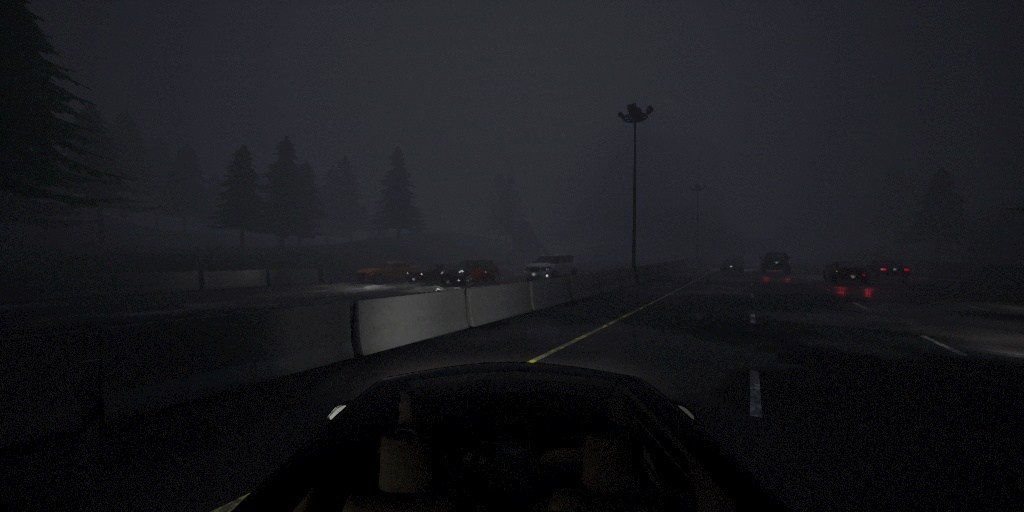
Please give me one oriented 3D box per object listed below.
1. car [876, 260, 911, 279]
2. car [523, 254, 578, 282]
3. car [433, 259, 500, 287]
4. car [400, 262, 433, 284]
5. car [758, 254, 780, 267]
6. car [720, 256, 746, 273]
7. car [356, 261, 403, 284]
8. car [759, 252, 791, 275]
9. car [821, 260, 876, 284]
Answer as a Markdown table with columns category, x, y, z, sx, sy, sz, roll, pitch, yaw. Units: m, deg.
| category | x | y | z | sx | sy | sz | roll | pitch | yaw |
| --- | --- | --- | --- | --- | --- | --- | --- | --- | --- |
| car | 29.786 | 0.995 | 28.654 | 2.033 | 1.411 | 5.357 | 0 | 1 | 34 |
| car | 3.002 | 0.869 | 26.664 | 2.150 | 2.045 | 5.566 | 0 | 1 | 34 |
| car | -2.786 | 1.039 | 24.300 | 2.097 | 1.767 | 4.553 | 0 | 0 | 34 |
| car | -5.544 | 1.285 | 26.476 | 1.895 | 1.301 | 4.718 | 0 | 0 | 34 |
| car | 33.372 | 0.584 | 46.654 | 2.128 | 1.511 | 4.902 | 0 | 1 | 33 |
| car | 22.565 | 0.956 | 36.757 | 1.994 | 1.385 | 4.181 | 0 | 1 | 34 |
| car | -9.285 | 1.169 | 27.173 | 1.882 | 1.535 | 5.008 | 0 | 0 | 34 |
| car | 25.062 | 0.629 | 34.188 | 2.150 | 2.045 | 5.566 | 0 | 1 | 34 |
| car | 22.912 | 1.079 | 24.648 | 1.812 | 1.442 | 4.674 | 0 | 1 | 34 |
